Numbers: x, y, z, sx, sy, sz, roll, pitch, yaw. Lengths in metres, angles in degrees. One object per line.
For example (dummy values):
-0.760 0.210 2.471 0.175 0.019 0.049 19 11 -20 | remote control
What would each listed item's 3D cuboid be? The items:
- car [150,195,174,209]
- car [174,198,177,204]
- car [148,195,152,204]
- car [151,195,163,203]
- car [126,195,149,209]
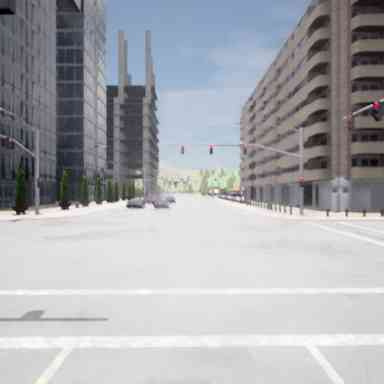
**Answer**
-3.912 1.501 43.661 2.033 1.411 5.357 0 0 0 | car
-4.004 1.460 62.128 1.812 1.442 4.674 0 0 0 | car
-7.502 1.289 59.480 2.097 1.767 4.553 0 0 0 | car
-7.515 1.465 70.981 2.033 1.411 5.357 0 0 0 | car
-7.313 1.501 43.573 2.033 1.411 5.357 0 0 0 | car
